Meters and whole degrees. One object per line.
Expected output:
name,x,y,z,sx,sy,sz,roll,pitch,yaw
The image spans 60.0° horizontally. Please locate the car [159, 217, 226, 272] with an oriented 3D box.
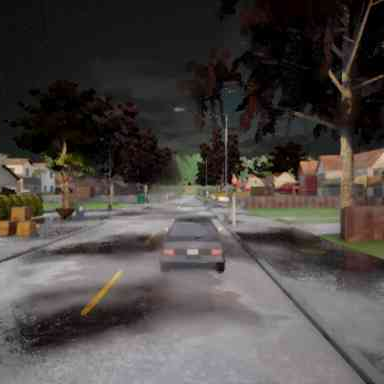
car,0.038,1.528,10.724,2.033,1.411,5.357,0,0,0
